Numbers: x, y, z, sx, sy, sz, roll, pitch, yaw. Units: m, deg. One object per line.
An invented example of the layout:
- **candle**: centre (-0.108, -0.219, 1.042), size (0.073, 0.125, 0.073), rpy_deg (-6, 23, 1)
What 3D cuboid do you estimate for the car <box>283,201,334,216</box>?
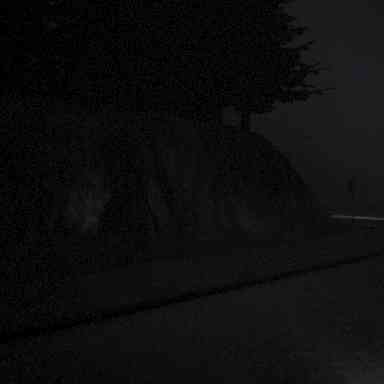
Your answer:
- **car**: centre (11.471, 1.601, 32.893), size (1.895, 1.301, 4.718), rpy_deg (0, 0, -35)
